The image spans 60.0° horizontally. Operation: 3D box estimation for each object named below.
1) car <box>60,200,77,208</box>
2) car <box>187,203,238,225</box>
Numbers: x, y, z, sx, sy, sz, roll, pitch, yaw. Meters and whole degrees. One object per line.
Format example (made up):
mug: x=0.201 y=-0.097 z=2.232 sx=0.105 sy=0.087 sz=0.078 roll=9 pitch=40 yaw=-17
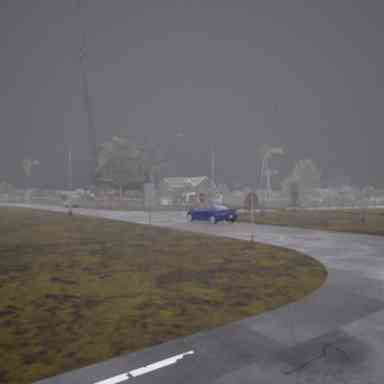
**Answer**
car: x=-21.793 y=2.148 z=58.601 sx=1.994 sy=1.385 sz=4.181 roll=0 pitch=-1 yaw=-36
car: x=1.479 y=1.637 z=26.214 sx=1.882 sy=1.535 sz=5.008 roll=0 pitch=0 yaw=-34
